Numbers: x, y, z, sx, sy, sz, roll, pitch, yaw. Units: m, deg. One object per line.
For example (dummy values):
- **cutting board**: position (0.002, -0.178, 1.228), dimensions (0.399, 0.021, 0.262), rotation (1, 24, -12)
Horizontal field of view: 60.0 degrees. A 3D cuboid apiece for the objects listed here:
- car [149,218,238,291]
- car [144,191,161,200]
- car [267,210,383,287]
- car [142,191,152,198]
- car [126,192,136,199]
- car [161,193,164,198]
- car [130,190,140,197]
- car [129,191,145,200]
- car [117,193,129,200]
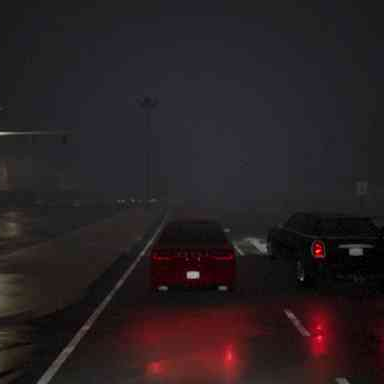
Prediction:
- **car**: position (0.030, 1.420, 8.836), dimensions (1.882, 1.535, 5.008), rotation (0, 0, 0)
- **car**: position (-9.078, 1.028, 76.840), dimensions (2.128, 1.511, 4.902), rotation (0, 0, 0)
- **car**: position (3.532, 1.291, 9.268), dimensions (2.097, 1.767, 4.553), rotation (0, 0, 0)
- **car**: position (-12.536, 0.646, 92.500), dimensions (2.097, 1.767, 4.553), rotation (0, 0, 0)
- **car**: position (-16.050, 0.911, 87.514), dimensions (1.882, 1.535, 5.008), rotation (0, 0, 0)
- **car**: position (-9.036, 0.886, 92.433), dimensions (1.895, 1.301, 4.718), rotation (0, 0, 0)
- **car**: position (-16.033, 0.364, 93.642), dimensions (2.097, 1.767, 4.553), rotation (0, 0, 0)
- **car**: position (-12.578, 0.980, 76.843), dimensions (1.882, 1.535, 5.008), rotation (0, 0, 0)
- **car**: position (-16.079, 1.028, 76.842), dimensions (2.128, 1.511, 4.902), rotation (0, 0, 0)
